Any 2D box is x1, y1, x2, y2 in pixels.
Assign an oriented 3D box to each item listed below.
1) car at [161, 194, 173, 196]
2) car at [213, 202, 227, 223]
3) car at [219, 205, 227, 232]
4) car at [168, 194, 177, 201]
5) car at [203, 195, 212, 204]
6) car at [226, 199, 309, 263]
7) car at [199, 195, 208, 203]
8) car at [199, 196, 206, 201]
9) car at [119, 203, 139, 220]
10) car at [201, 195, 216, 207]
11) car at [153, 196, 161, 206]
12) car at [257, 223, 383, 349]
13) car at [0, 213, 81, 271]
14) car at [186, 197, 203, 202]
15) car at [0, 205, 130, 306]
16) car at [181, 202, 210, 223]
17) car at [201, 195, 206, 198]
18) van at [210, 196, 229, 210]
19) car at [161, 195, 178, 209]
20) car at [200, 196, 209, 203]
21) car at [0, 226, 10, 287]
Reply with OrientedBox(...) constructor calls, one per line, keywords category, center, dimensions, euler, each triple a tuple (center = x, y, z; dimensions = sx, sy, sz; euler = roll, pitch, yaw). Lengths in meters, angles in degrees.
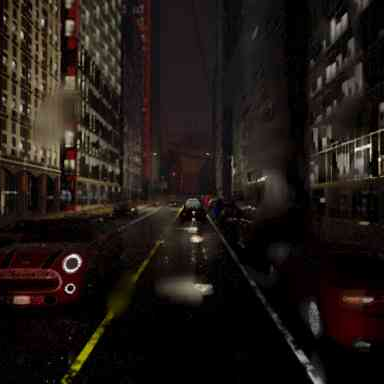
OrientedBox(category="car", center=(-5.629, 1.497, 67.618), dimensions=(2.192, 1.841, 5.009), euler=(1, 0, 0))
OrientedBox(category="car", center=(2.719, 1.642, 23.099), dimensions=(1.802, 1.307, 4.206), euler=(1, 0, 0))
OrientedBox(category="car", center=(2.716, 1.612, 17.522), dimensions=(1.947, 1.339, 4.313), euler=(1, 0, 0))
OrientedBox(category="car", center=(-5.579, 1.582, 95.468), dimensions=(2.192, 1.841, 5.009), euler=(1, 0, 0))
OrientedBox(category="car", center=(2.732, 1.545, 39.830), dimensions=(1.967, 1.590, 4.097), euler=(1, 0, 0))
OrientedBox(category="car", center=(2.717, 1.346, 11.945), dimensions=(2.192, 1.841, 5.009), euler=(1, 0, 0))
OrientedBox(category="car", center=(2.756, 1.653, 78.870), dimensions=(1.967, 1.590, 4.097), euler=(1, 0, 0))
OrientedBox(category="car", center=(2.762, 1.770, 90.195), dimensions=(1.752, 1.417, 4.829), euler=(1, 0, 0))
OrientedBox(category="car", center=(-5.658, 1.626, 28.591), dimensions=(2.008, 1.369, 4.403), euler=(1, 0, 0))
OrientedBox(category="car", center=(2.745, 1.465, 56.563), dimensions=(2.192, 1.841, 5.009), euler=(1, 0, 0))
OrientedBox(category="car", center=(-5.641, 1.733, 56.467), dimensions=(1.802, 1.307, 4.206), euler=(1, 0, 0))
OrientedBox(category="car", center=(2.709, 1.562, 6.367), dimensions=(1.887, 1.381, 4.507), euler=(1, 0, 0))
OrientedBox(category="car", center=(-5.668, 1.577, 11.866), dimensions=(1.887, 1.381, 4.507), euler=(1, 0, 0))
OrientedBox(category="car", center=(0.124, 1.642, 44.237), dimensions=(1.812, 1.442, 4.674), euler=(0, 0, 0))
OrientedBox(category="car", center=(-3.094, 1.374, 8.286), dimensions=(2.097, 1.767, 4.553), euler=(0, 0, 0))
OrientedBox(category="car", center=(0.117, 1.668, 25.870), dimensions=(1.895, 1.301, 4.718), euler=(0, 0, 0))
OrientedBox(category="car", center=(2.737, 1.435, 45.408), dimensions=(2.192, 1.841, 5.009), euler=(1, 0, 0))
OrientedBox(category="van", center=(2.727, 1.416, 28.676), dimensions=(1.690, 1.788, 3.998), euler=(1, 0, 0))
OrientedBox(category="car", center=(-3.050, 1.607, 48.953), dimensions=(1.882, 1.535, 5.008), euler=(0, 0, 0))
OrientedBox(category="car", center=(2.752, 1.637, 73.293), dimensions=(1.967, 1.590, 4.097), euler=(1, 0, 0))
OrientedBox(category="car", center=(-5.672, 1.583, 6.291), dimensions=(1.947, 1.339, 4.313), euler=(1, 0, 0))
